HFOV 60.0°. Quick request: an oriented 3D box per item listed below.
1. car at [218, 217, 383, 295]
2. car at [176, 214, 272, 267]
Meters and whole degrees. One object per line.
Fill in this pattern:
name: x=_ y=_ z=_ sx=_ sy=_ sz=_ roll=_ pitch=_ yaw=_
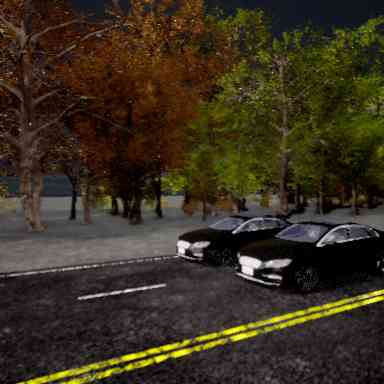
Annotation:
car: x=3.413 y=1.532 z=8.879 sx=4.902 sy=1.511 sz=2.128 roll=0 pitch=-1 yaw=-29
car: x=1.804 y=1.572 z=11.703 sx=4.902 sy=1.511 sz=2.128 roll=0 pitch=-1 yaw=-29
